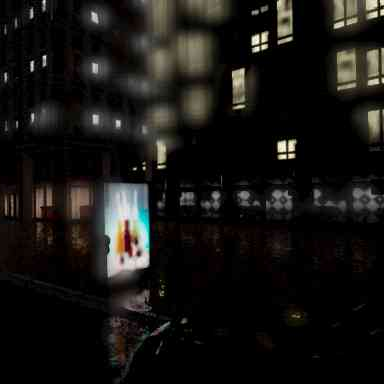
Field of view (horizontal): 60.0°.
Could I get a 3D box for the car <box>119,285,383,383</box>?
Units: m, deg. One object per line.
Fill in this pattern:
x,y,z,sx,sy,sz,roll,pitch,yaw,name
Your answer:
1.793,1.314,1.618,5.009,1.841,2.192,0,-1,36,car
